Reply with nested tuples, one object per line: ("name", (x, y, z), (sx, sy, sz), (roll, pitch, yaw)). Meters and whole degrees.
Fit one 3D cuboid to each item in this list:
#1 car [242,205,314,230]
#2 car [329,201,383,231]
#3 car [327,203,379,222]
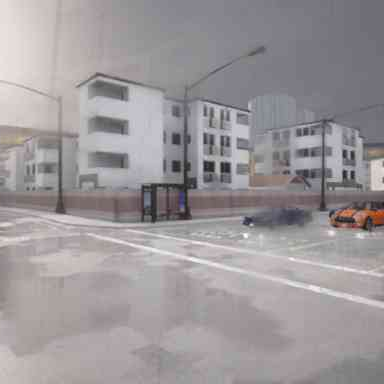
("car", (5.619, 1.570, 21.266), (5.357, 1.411, 2.033), (0, 0, -38))
("car", (10.615, 1.368, 20.718), (4.553, 1.767, 2.097), (0, 0, -38))
("car", (13.203, 1.631, 27.132), (4.718, 1.301, 1.895), (0, 0, -37))
